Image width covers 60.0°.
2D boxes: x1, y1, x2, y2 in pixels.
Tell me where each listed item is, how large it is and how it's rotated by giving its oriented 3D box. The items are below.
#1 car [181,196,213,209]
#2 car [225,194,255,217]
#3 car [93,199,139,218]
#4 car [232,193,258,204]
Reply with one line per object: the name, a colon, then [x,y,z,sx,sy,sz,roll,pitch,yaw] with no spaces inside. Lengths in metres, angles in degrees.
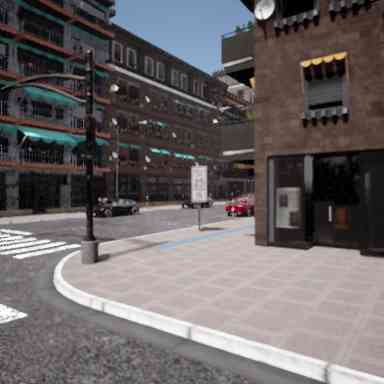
car: [0.607,1.040,35.476,1.947,1.339,4.313,1,2,35]
car: [4.226,1.094,25.939,1.887,1.381,4.507,1,1,35]
car: [-6.029,1.222,26.298,1.947,1.339,4.313,1,2,35]
car: [7.136,0.875,44.721,1.802,1.307,4.206,1,2,35]
